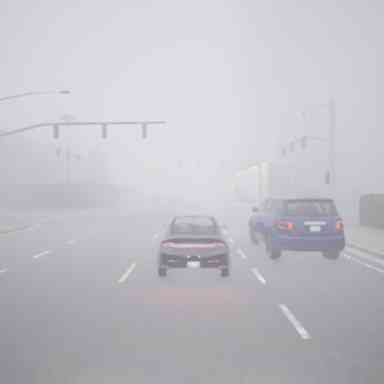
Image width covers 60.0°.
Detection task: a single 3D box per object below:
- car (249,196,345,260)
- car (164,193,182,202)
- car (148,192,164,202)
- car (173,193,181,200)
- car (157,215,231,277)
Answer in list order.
[{"bbox_3d":[3.570,1.149,12.303,2.150,2.045,5.566,0,0,0],"label":"car"},{"bbox_3d":[-3.521,1.192,62.629,2.033,1.411,5.357,0,0,1],"label":"car"},{"bbox_3d":[-7.029,0.995,62.751,2.097,1.767,4.553,0,0,0],"label":"car"},{"bbox_3d":[-3.496,1.057,78.122,1.837,1.490,4.892,0,0,0],"label":"car"},{"bbox_3d":[0.058,1.434,10.025,2.128,1.511,4.902,0,0,0],"label":"car"}]
